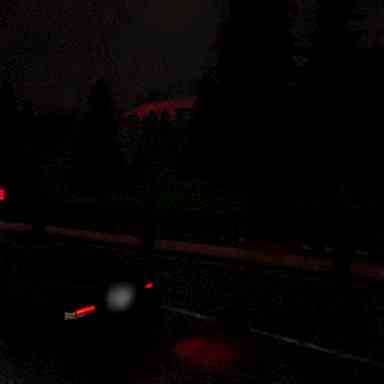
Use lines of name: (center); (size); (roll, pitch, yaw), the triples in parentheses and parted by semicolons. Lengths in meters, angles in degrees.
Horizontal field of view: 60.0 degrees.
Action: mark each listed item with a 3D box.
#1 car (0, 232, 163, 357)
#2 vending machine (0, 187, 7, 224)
car: (-3.070, 1.431, 5.795); (5.357, 1.411, 2.033); (1, 1, 32)
vending machine: (-11.586, 0.783, 19.338); (0.880, 2.100, 1.100); (1, 1, 25)
